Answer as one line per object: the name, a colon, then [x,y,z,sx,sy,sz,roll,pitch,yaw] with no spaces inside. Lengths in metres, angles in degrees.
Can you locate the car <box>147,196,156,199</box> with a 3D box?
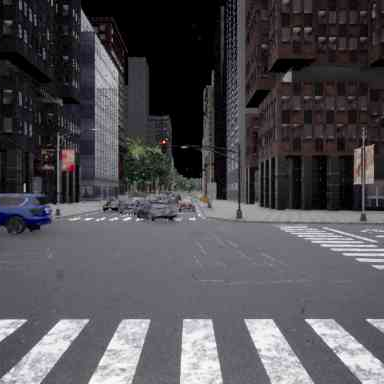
car: [-6.490,1.587,45.404,1.994,1.385,4.181,0,0,-1]

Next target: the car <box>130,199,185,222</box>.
car: [-2.901,1.523,26.252,2.033,1.411,5.357,0,0,-28]

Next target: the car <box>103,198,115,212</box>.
car: [-9.111,1.574,38.971,1.947,1.339,4.313,0,0,0]

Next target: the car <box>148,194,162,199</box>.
car: [-6.530,1.551,55.597,1.837,1.490,4.892,0,0,0]

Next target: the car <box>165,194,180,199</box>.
car: [-3.370,1.582,59.902,1.812,1.442,4.674,0,0,0]

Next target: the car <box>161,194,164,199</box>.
car: [-9.401,1.449,87.805,2.192,1.841,5.009,0,0,0]

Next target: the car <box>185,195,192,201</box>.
car: [-0.876,1.574,87.843,1.967,1.590,4.097,0,0,0]

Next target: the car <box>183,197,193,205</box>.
car: [-0.715,1.603,60.718,1.887,1.381,4.507,0,0,0]

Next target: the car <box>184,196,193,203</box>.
car: [-0.780,1.613,71.738,1.752,1.417,4.829,0,0,0]

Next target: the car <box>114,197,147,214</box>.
car: [-6.434,1.548,35.450,2.033,1.411,5.357,0,0,-1]

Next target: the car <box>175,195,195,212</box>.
car: [-0.586,1.448,39.019,1.967,1.590,4.097,0,0,0]

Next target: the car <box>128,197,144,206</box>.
car: [-9.206,1.570,55.079,1.752,1.417,4.829,0,0,0]

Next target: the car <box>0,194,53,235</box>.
car: [-10.317,1.100,17.580,5.566,2.045,2.150,1,0,0]

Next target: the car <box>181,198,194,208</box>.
car: [-0.650,1.615,49.868,1.802,1.307,4.206,0,0,0]

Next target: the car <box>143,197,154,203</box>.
car: [-9.304,1.669,71.527,1.802,1.307,4.206,0,0,0]

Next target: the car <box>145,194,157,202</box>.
car: [-9.337,1.417,76.953,2.192,1.841,5.009,0,0,0]

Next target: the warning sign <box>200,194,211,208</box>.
warning sign: [1.703,1.132,42.703,1.300,1.860,1.060,0,0,0]

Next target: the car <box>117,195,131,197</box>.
car: [-9.144,1.335,44.397,2.192,1.841,5.009,0,0,0]
